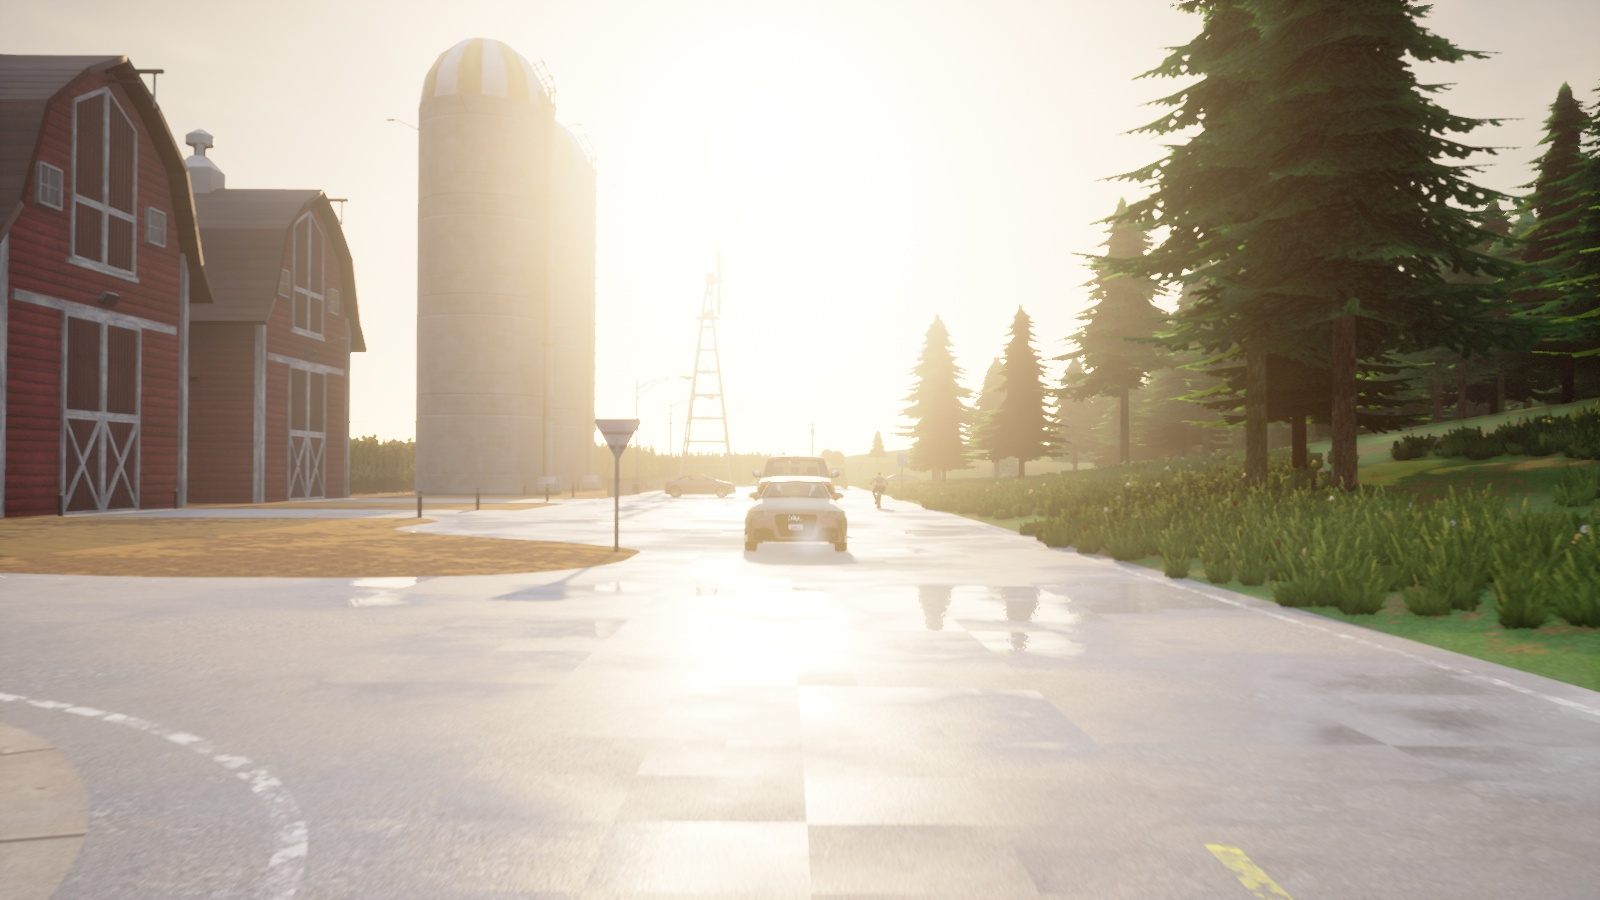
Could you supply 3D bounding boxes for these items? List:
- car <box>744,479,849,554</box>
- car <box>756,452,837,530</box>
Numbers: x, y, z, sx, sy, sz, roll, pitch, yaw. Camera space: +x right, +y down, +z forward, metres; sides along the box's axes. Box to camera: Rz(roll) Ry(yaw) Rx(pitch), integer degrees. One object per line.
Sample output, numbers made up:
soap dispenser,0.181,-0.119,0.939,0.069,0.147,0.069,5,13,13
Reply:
car,-0.072,1.312,25.861,1.994,1.385,4.181,0,-1,0
car,-0.105,1.139,36.139,2.150,2.045,5.566,0,-1,0
